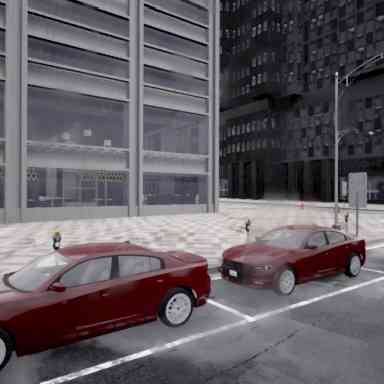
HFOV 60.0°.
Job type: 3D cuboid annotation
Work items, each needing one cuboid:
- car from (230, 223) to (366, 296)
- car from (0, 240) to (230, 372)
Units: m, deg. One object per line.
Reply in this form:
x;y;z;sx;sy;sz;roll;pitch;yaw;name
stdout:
2.736;1.545;8.635;4.507;1.381;1.887;0;0;-36;car
-1.755;1.545;5.416;4.507;1.381;1.887;0;0;-36;car
